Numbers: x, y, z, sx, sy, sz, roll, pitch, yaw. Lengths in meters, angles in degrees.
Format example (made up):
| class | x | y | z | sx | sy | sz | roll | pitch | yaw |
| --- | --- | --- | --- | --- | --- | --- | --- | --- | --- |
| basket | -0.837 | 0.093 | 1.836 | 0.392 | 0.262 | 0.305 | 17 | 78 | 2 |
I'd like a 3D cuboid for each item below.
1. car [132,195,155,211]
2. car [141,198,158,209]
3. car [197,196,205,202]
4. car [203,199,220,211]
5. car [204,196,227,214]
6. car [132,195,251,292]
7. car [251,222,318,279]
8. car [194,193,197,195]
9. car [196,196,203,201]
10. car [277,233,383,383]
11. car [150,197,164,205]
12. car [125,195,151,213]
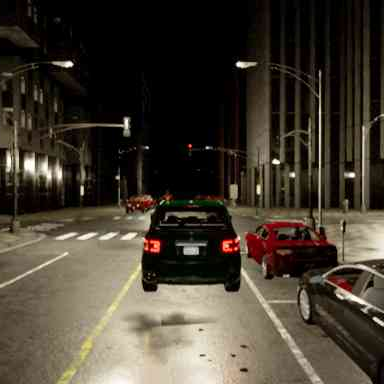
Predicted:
| class | x | y | z | sx | sy | sz | roll | pitch | yaw |
| --- | --- | --- | --- | --- | --- | --- | --- | --- | --- |
| car | -6.082 | 1.355 | 42.505 | 2.192 | 1.841 | 5.009 | 0 | 0 | 0 |
| car | -6.124 | 1.615 | 48.147 | 1.947 | 1.339 | 4.313 | 0 | 0 | 0 |
| car | 2.141 | 1.700 | 82.067 | 1.947 | 1.339 | 4.313 | 0 | 0 | 0 |
| car | 2.444 | 1.606 | 42.561 | 1.947 | 1.339 | 4.313 | 0 | 0 | 0 |
| car | 2.486 | 1.347 | 36.918 | 2.192 | 1.841 | 5.009 | 0 | 0 | 0 |
| car | -0.026 | 1.227 | 9.076 | 2.150 | 2.045 | 5.566 | 0 | 0 | 0 |
| car | 2.695 | 1.550 | 9.878 | 1.887 | 1.381 | 4.507 | 0 | 0 | 0 |
| car | 2.098 | 1.714 | 87.712 | 1.947 | 1.339 | 4.313 | 0 | 0 | 0 |
| car | 2.055 | 1.712 | 93.356 | 2.008 | 1.369 | 4.403 | 0 | 0 | 0 |
| car | 2.739 | 1.553 | 4.352 | 2.008 | 1.369 | 4.403 | 0 | 0 | 0 |
| car | -6.211 | 1.638 | 59.434 | 1.947 | 1.339 | 4.313 | 0 | 0 | 0 |
| car | -6.038 | 1.347 | 36.862 | 2.192 | 1.841 | 5.009 | 0 | 0 | 0 |
